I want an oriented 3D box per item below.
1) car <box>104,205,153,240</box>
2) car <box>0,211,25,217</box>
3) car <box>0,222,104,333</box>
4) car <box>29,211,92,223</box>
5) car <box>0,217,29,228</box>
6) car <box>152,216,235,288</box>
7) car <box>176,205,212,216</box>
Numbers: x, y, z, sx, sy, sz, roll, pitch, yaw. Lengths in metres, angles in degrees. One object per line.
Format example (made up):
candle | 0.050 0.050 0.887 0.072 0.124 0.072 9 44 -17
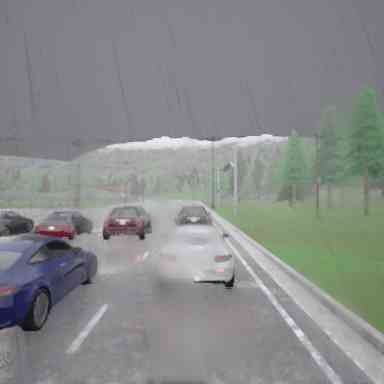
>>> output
car | -3.403 1.545 18.423 2.097 1.767 4.553 0 -1 0
car | -10.407 1.757 18.368 1.994 1.385 4.181 0 -1 0
car | -3.398 1.598 6.815 1.812 1.442 4.674 0 -1 0
car | -6.903 1.756 18.358 1.994 1.385 4.181 0 -1 0
car | -6.900 1.644 9.119 2.033 1.411 5.357 0 -1 0
car | 0.098 1.625 9.403 1.812 1.442 4.674 0 -1 0
car | 0.100 1.560 19.849 2.097 1.767 4.553 0 -1 0
